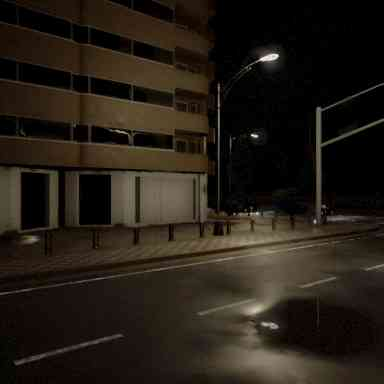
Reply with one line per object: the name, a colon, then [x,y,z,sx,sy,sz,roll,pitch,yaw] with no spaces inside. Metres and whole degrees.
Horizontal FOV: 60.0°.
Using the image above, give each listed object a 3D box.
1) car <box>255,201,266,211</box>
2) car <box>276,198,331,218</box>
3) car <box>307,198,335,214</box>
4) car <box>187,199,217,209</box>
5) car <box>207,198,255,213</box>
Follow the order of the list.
car: [6.889,1.560,41.069,1.837,1.490,4.892,0,0,-36]
car: [9.961,1.581,30.865,1.812,1.442,4.674,0,0,-37]
car: [12.139,1.407,33.799,2.097,1.767,4.553,0,0,-36]
car: [1.411,1.656,48.666,1.895,1.301,4.718,0,0,-36]
car: [4.332,1.603,38.630,2.033,1.411,5.357,0,0,-36]
